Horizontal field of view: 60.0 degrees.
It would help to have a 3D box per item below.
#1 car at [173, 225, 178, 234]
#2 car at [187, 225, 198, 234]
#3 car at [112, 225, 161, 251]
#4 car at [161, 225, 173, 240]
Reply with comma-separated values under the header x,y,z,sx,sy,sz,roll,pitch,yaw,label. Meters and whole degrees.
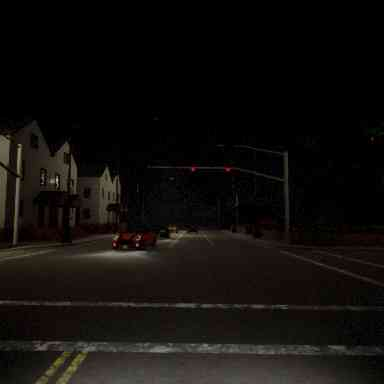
x,y,z,sx,sy,sz,roll,pitch,yaw,label
-3.480,6.301,56.889,1.882,1.535,5.008,0,-5,0,car
0.105,6.475,57.881,2.033,1.411,5.357,0,-5,0,car
-4.062,3.253,24.271,2.097,1.767,4.553,-1,-5,10,car
-3.528,4.664,38.315,1.837,1.490,4.892,0,-5,0,car
